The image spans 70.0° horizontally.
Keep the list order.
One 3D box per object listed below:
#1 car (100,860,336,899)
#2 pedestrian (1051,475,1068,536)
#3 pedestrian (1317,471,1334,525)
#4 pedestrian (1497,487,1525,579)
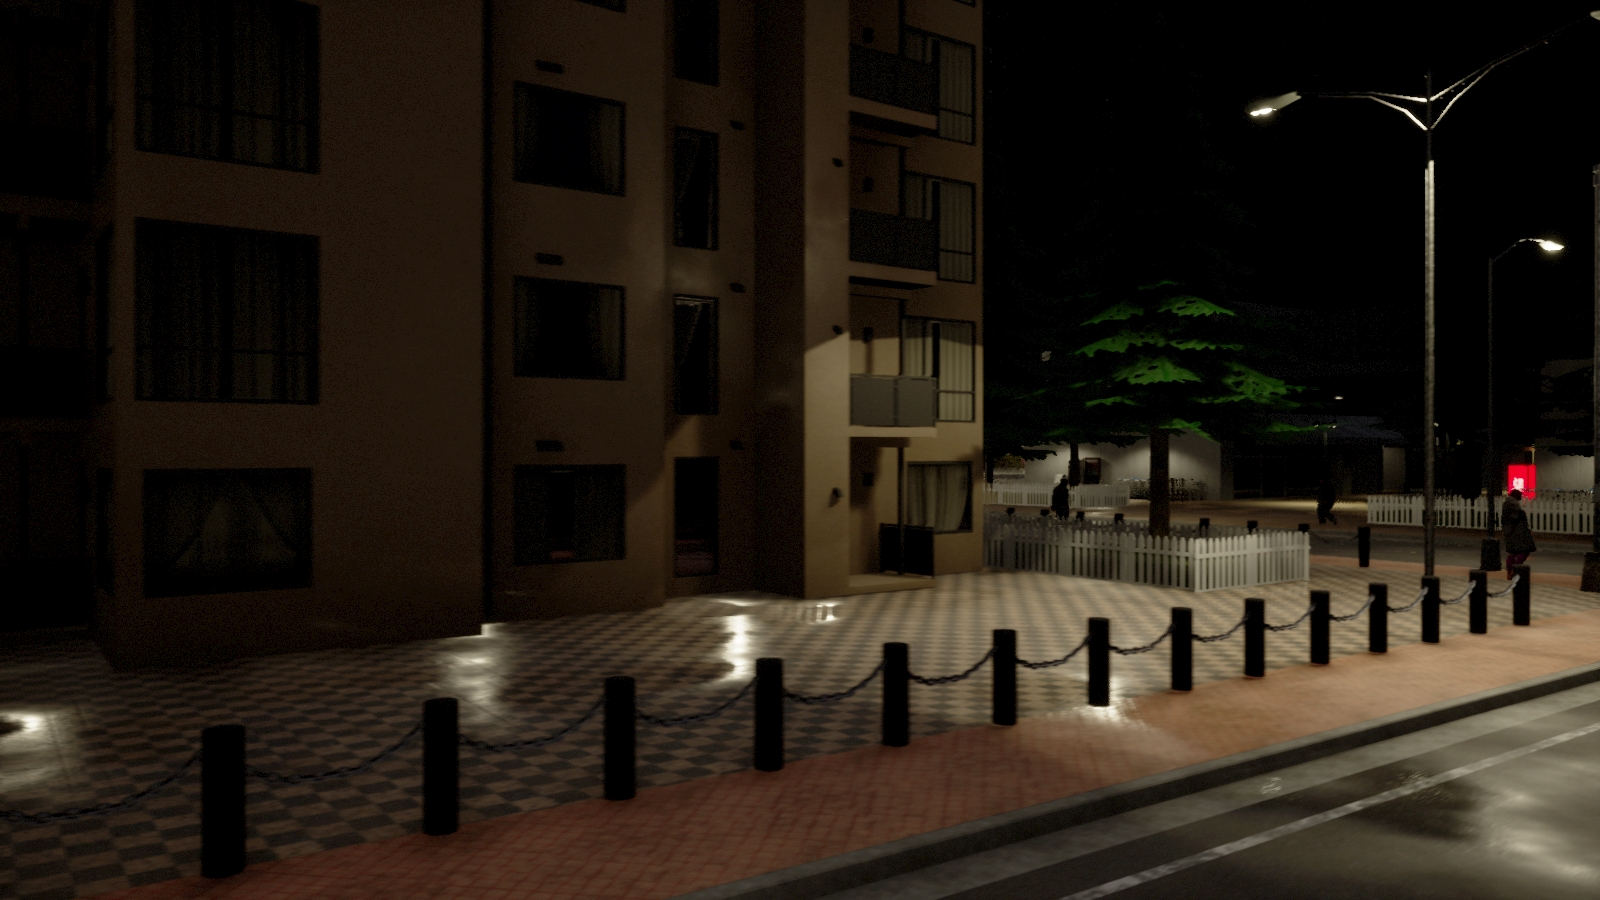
[{"bbox_3d":[-3.277,2.086,1.479,5.357,1.411,2.033,0,0,-35],"label":"car"},{"bbox_3d":[7.936,1.691,34.937,0.375,1.860,0.375,0,0,-33],"label":"pedestrian"},{"bbox_3d":[18.524,1.692,40.281,0.375,1.860,0.375,0,0,-32],"label":"pedestrian"},{"bbox_3d":[14.546,1.691,23.386,0.375,1.860,0.375,0,0,9],"label":"pedestrian"}]
